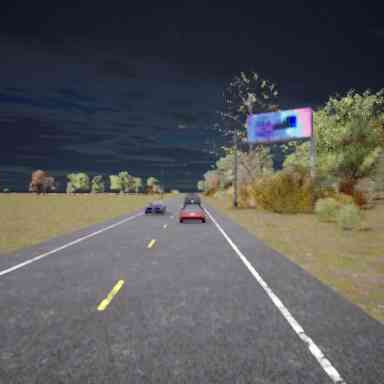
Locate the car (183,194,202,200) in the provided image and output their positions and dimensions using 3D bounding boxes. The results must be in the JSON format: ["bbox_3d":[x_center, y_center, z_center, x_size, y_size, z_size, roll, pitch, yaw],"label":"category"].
[{"bbox_3d":[0.046,1.235,43.077,2.150,2.045,5.566,0,0,0],"label":"car"}]

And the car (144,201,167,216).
[{"bbox_3d":[-3.564,1.611,33.151,1.895,1.301,4.718,0,0,0],"label":"car"}]

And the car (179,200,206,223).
[{"bbox_3d":[0.044,1.571,25.894,1.994,1.385,4.181,0,0,0],"label":"car"}]
